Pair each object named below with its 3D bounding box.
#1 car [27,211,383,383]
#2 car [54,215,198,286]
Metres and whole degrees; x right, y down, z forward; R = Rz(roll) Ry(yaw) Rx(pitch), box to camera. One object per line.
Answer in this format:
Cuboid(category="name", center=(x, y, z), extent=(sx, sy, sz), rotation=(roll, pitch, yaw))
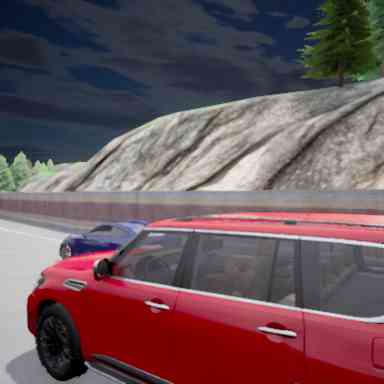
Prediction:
Cuboid(category="car", center=(0.382, 1.242, 3.809), extent=(5.566, 2.045, 2.150), rotation=(0, 0, 36))
Cuboid(category="car", center=(-2.227, 1.587, 10.310), extent=(4.674, 1.442, 1.812), rotation=(0, 0, 39))
